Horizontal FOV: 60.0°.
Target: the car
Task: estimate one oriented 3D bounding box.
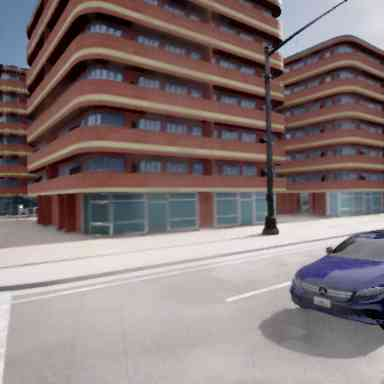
[{"bbox_3d":[4.043,1.585,7.027,4.674,1.442,1.812,0,-1,-37],"label":"car"}]
